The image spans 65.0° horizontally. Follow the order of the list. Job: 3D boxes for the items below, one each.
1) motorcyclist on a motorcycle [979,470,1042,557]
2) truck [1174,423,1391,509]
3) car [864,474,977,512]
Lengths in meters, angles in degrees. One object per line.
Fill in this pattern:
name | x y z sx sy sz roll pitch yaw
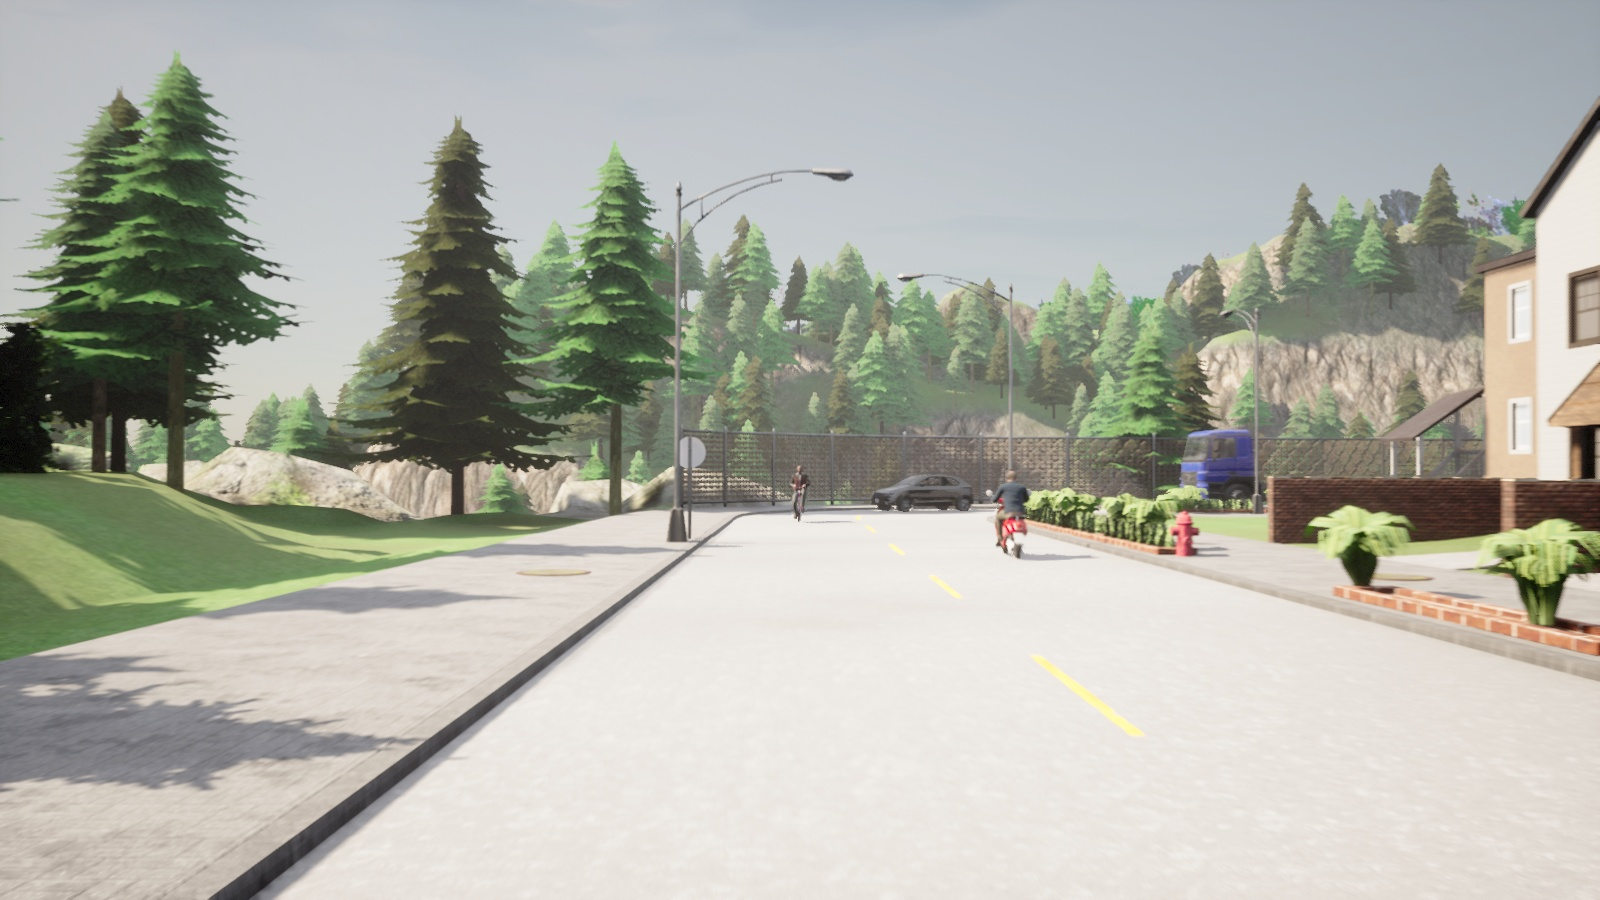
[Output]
motorcyclist on a motorcycle | 3.941 1.167 23.670 0.866 1.590 1.817 0 -1 0
truck | 20.060 0.670 52.551 7.936 3.462 2.891 0 -1 0
car | 4.828 1.691 50.405 4.193 1.474 1.816 0 -1 -27
